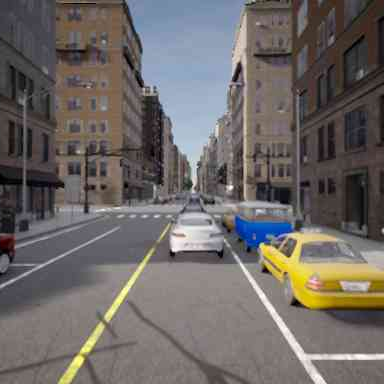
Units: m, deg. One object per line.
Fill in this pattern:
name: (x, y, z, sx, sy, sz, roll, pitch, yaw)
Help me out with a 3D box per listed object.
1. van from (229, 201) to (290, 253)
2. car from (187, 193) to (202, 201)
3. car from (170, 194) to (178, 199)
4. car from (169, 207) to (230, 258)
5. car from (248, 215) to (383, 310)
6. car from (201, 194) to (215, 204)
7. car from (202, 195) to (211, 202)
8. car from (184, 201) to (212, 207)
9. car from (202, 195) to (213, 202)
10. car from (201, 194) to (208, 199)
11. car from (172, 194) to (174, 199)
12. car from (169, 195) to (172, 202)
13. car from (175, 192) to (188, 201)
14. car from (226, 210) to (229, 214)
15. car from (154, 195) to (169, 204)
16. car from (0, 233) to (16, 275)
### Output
van: (2.679, 1.302, 13.260, 1.690, 1.788, 3.998, 1, 0, 0)
car: (0.471, 1.343, 60.660, 1.812, 1.442, 4.674, 0, 0, 1)
car: (-5.033, 1.271, 95.405, 1.947, 1.339, 4.313, 1, 0, 1)
car: (0.115, 1.489, 12.530, 1.812, 1.442, 4.674, 0, 0, -1)
car: (2.677, 1.502, 7.757, 1.752, 1.417, 4.829, 1, 0, 0)
car: (2.994, 1.396, 56.598, 1.947, 1.339, 4.313, 1, 0, 1)
car: (3.208, 1.322, 73.188, 1.887, 1.381, 4.507, 1, 0, 1)
car: (0.093, 1.501, 21.442, 1.994, 1.385, 4.181, 0, 0, 0)
car: (3.136, 1.346, 67.658, 2.008, 1.369, 4.403, 1, 0, 1)
car: (3.492, 1.255, 95.309, 2.008, 1.369, 4.403, 1, 0, 1)
car: (-5.388, 1.347, 67.761, 2.008, 1.369, 4.403, 1, 0, 1)
car: (-5.460, 1.379, 62.232, 1.947, 1.339, 4.313, 1, 0, 1)
car: (-2.429, 1.321, 76.203, 1.994, 1.385, 4.181, 0, 0, 1)
car: (2.678, 1.469, 19.104, 1.752, 1.417, 4.829, 1, 0, 0)
car: (-5.531, 1.413, 56.703, 1.802, 1.307, 4.206, 1, 0, 1)
car: (-5.849, 1.522, 7.591, 1.887, 1.381, 4.507, 1, 0, 0)
